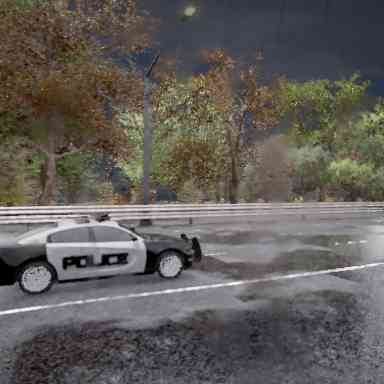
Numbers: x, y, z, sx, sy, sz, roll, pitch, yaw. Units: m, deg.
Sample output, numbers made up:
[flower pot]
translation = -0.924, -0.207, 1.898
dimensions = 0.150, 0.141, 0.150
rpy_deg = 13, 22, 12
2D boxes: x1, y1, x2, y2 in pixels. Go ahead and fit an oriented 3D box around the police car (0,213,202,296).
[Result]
[police car]
translation = -2.279, 1.391, 8.549
dimensions = 5.238, 1.638, 1.930
rpy_deg = 0, 0, -24
